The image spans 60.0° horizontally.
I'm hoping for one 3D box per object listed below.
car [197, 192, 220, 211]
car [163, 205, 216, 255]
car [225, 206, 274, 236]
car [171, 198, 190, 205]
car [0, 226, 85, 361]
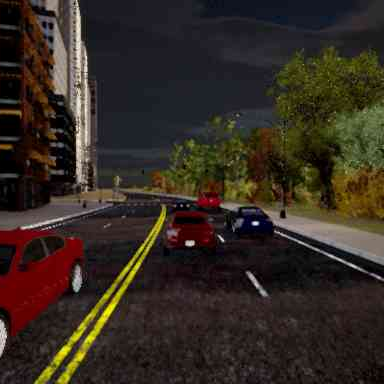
[{"bbox_3d":[1.823,0.992,37.565,2.150,2.045,5.566,0,0,-4],"label":"car"},{"bbox_3d":[-0.127,1.452,12.922,1.812,1.442,4.674,0,0,-2],"label":"car"},{"bbox_3d":[2.956,1.457,17.861,1.994,1.385,4.181,0,0,-2],"label":"car"},{"bbox_3d":[-1.185,1.345,34.256,2.033,1.411,5.357,0,0,-4],"label":"car"},{"bbox_3d":[-3.402,1.449,5.753,1.882,1.535,5.008,0,0,-1],"label":"car"}]
